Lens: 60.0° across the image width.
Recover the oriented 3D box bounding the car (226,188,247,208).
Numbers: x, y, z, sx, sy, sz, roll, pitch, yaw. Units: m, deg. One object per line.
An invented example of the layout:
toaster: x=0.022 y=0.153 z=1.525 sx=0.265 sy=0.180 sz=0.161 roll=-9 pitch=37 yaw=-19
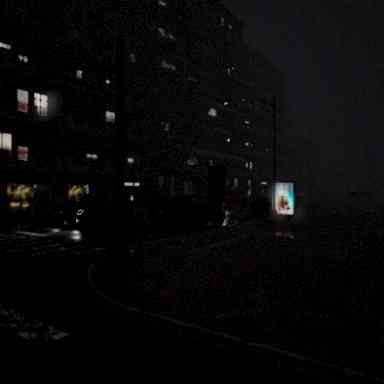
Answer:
car: x=3.618 y=0.634 z=33.191 sx=2.150 sy=2.045 sz=5.566 roll=0 pitch=1 yaw=35

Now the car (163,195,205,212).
car: x=-0.663 y=1.060 z=31.579 sx=1.802 sy=1.307 sz=4.206 roll=2 pitch=2 yaw=35

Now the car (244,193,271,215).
car: x=6.233 y=1.064 z=26.818 sx=1.947 sy=1.339 sz=4.313 roll=1 pitch=2 yaw=35

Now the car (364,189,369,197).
car: x=31.722 y=0.092 z=63.142 sx=1.967 sy=1.590 sz=4.097 roll=1 pitch=2 yaw=35

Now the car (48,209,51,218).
car: x=-7.032 y=1.000 z=22.492 sx=2.192 sy=1.841 sz=5.009 roll=2 pitch=2 yaw=35

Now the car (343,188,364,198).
car: x=28.536 y=0.303 z=58.604 sx=1.887 sy=1.381 sz=4.507 roll=1 pitch=2 yaw=35

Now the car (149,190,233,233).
car: x=-0.137 y=1.020 z=17.730 sx=2.192 sy=1.841 sz=5.009 roll=1 pitch=2 yaw=35

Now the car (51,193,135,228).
car: x=-5.642 y=1.067 z=19.997 sx=2.097 sy=1.767 sz=4.553 roll=0 pitch=1 yaw=35

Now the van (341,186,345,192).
van: x=37.562 y=-0.456 z=86.051 sx=1.690 sy=1.788 sz=3.998 roll=2 pitch=2 yaw=35

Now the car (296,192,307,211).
car: x=9.419 y=0.959 z=31.359 sx=1.947 sy=1.339 sz=4.313 roll=1 pitch=2 yaw=35

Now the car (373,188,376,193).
car: x=38.094 y=-0.017 z=72.227 sx=1.887 sy=1.381 sz=4.507 roll=1 pitch=2 yaw=35

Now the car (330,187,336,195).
car: x=31.190 y=-0.037 z=76.978 sx=1.887 sy=1.381 sz=4.507 roll=2 pitch=2 yaw=35

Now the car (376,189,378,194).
car: x=44.465 y=-0.227 z=81.308 sx=2.008 sy=1.369 sz=4.403 roll=1 pitch=2 yaw=35

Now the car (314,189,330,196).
car: x=28.005 y=-0.035 z=72.434 sx=1.967 sy=1.590 sz=4.097 roll=2 pitch=2 yaw=35

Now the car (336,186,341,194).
car: x=34.376 y=-0.249 z=81.514 sx=1.967 sy=1.590 sz=4.097 roll=2 pitch=2 yaw=35

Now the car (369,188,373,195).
car: x=34.908 y=0.090 z=67.686 sx=1.887 sy=1.381 sz=4.507 roll=1 pitch=2 yaw=35
